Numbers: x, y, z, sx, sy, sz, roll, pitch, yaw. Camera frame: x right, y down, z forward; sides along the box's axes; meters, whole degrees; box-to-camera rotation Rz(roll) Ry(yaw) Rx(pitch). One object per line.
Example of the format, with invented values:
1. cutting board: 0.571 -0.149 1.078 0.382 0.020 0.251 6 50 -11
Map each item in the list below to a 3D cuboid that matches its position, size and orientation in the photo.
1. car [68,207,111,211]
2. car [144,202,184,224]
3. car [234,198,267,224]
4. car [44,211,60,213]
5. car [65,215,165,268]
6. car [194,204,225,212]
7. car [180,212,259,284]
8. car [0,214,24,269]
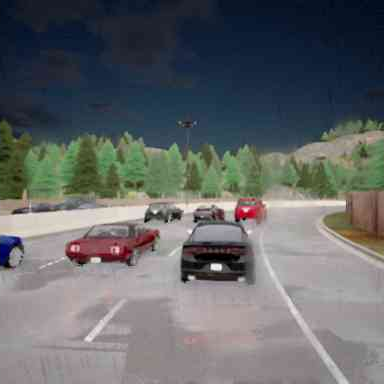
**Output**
1. car: -9.259 1.731 30.098 1.882 1.535 5.008 0 -1 18
2. car: -2.283 1.637 28.282 2.097 1.767 4.553 0 -1 17
3. car: 5.058 1.561 28.392 2.150 2.045 5.566 0 -1 19
4. car: -11.785 1.493 33.651 2.150 2.045 5.566 0 -1 19
5. car: -2.487 1.710 11.829 1.895 1.301 4.718 0 -1 8
6. car: 1.570 1.810 28.845 2.128 1.511 4.902 0 -1 19
7. car: 0.842 1.592 10.058 1.882 1.535 5.008 0 -1 7
8. car: -6.358 1.523 8.491 1.882 1.535 5.008 0 -1 5
